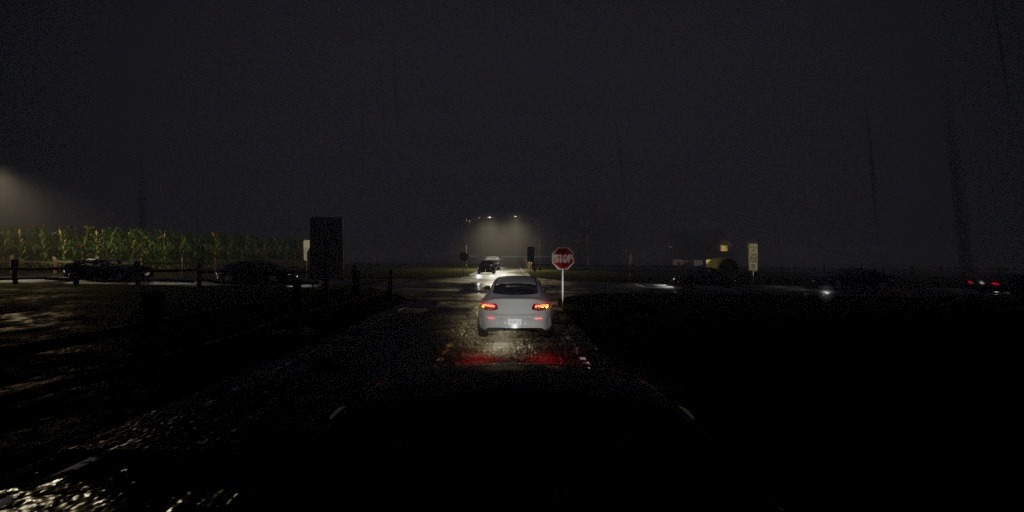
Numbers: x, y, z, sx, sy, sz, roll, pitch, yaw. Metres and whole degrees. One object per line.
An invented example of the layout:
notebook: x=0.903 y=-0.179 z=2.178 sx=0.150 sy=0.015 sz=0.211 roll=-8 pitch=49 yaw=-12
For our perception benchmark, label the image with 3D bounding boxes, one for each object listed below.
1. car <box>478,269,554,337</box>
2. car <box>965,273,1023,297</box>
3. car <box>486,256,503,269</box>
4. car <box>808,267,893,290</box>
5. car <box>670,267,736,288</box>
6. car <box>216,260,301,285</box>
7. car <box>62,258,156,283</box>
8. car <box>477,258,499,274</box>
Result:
car: x=0.132 y=1.273 z=10.127 sx=1.812 sy=1.442 sz=4.674 roll=0 pitch=0 yaw=2
car: x=32.092 y=1.794 z=22.539 sx=5.357 sy=1.411 sz=2.033 roll=1 pitch=1 yaw=1
car: x=-2.808 y=0.958 z=51.481 sx=2.150 sy=2.045 sz=5.566 roll=0 pitch=0 yaw=0
car: x=24.101 y=1.561 z=25.628 sx=5.008 sy=1.535 sz=1.882 roll=1 pitch=1 yaw=1
car: x=13.660 y=1.495 z=25.807 sx=4.181 sy=1.385 sz=1.994 roll=1 pitch=1 yaw=1
car: x=-16.458 y=1.052 z=23.425 sx=4.892 sy=1.490 sz=1.837 roll=1 pitch=1 yaw=0
car: x=-26.378 y=0.899 z=23.571 sx=4.902 sy=1.511 sz=2.128 roll=1 pitch=1 yaw=1
car: x=-2.815 y=1.244 z=40.625 sx=1.837 sy=1.490 sz=4.892 roll=0 pitch=0 yaw=0
